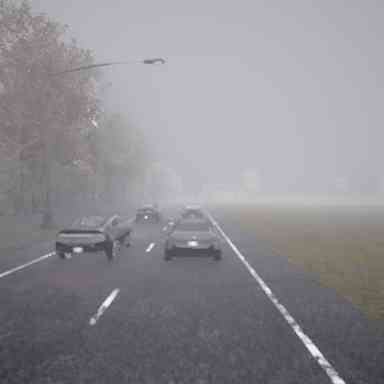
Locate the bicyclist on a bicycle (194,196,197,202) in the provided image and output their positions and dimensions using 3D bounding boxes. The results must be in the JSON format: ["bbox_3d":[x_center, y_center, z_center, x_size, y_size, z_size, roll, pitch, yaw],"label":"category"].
[{"bbox_3d":[0.981,1.956,88.840,0.582,1.620,1.656,0,-1,0],"label":"bicyclist on a bicycle"}]

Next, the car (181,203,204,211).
[{"bbox_3d":[0.057,1.684,28.221,1.812,1.442,4.674,0,0,0],"label":"car"}]

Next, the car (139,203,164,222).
[{"bbox_3d":[-3.448,1.661,27.562,1.837,1.490,4.892,0,0,1],"label":"car"}]

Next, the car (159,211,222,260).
[{"bbox_3d":[0.049,1.637,12.708,1.994,1.385,4.181,0,0,1],"label":"car"}]

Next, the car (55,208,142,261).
[{"bbox_3d":[-3.451,1.563,12.555,2.128,1.511,4.902,0,0,0],"label":"car"}]
